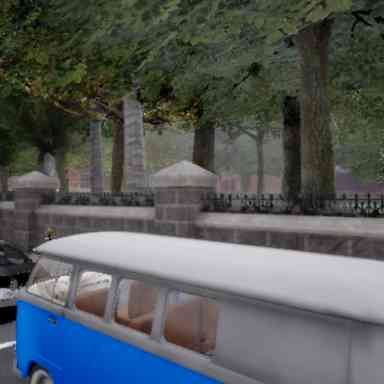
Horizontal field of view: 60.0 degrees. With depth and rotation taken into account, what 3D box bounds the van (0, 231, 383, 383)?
[{"bbox_3d":[-0.074,1.358,3.063,3.998,1.788,1.690,0,-1,37],"label":"van"}]
